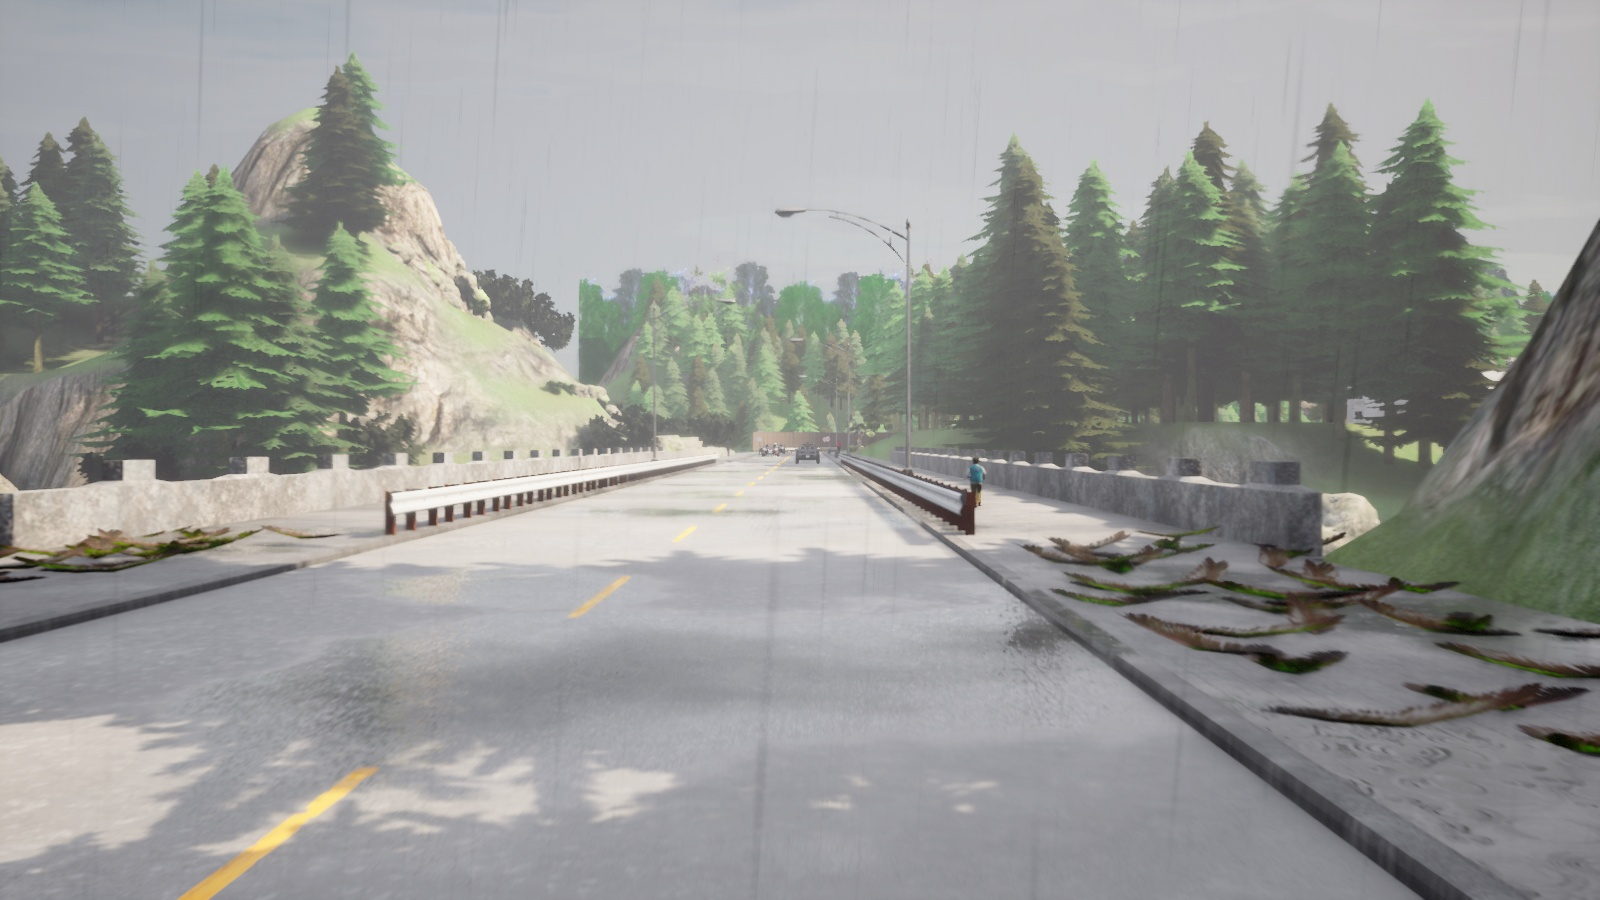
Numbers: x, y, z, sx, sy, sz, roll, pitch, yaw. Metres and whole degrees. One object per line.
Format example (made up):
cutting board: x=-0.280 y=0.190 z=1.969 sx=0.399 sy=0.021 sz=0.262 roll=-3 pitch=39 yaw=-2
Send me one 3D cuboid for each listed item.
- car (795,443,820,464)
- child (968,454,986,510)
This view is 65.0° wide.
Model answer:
car: x=0.560 y=0.242 z=91.967 sx=1.816 sy=1.474 sz=4.193 roll=0 pitch=0 yaw=0
child: x=3.803 y=0.687 z=26.990 sx=0.343 sy=1.192 sz=0.448 roll=0 pitch=0 yaw=2
